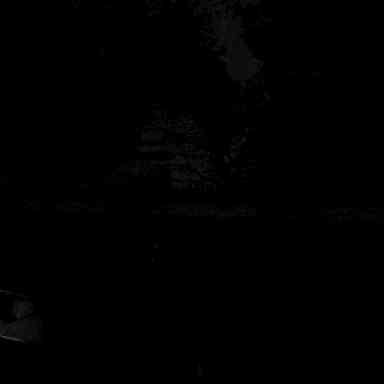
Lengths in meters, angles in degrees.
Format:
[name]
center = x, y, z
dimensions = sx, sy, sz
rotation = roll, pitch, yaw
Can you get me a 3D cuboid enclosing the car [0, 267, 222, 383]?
[car]
center = -1.705, 1.604, 3.941
dimensions = 4.313, 1.339, 1.947
rotation = -1, 0, 36
